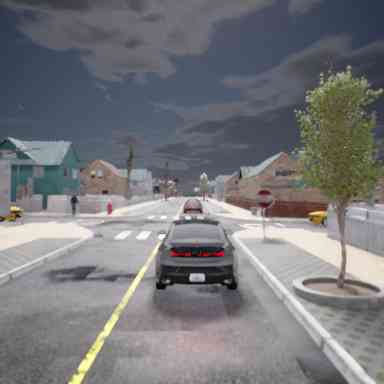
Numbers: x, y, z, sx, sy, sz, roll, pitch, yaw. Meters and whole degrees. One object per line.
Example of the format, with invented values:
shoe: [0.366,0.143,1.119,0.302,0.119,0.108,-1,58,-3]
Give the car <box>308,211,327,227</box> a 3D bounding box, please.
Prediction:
car: [11.031,1.705,24.175,5.008,1.535,1.882,1,-1,-1]

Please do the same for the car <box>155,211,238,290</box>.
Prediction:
car: [0.101,1.472,9.008,1.837,1.490,4.892,0,-1,0]

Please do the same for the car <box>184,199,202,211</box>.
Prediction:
car: [0.110,1.469,36.563,1.994,1.385,4.181,0,0,0]

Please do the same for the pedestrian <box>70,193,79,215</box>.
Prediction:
pedestrian: [-9.622,0.942,27.120,0.375,1.860,0.375,0,-2,0]

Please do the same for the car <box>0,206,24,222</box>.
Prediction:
car: [-13.440,1.118,21.261,5.008,1.535,1.882,1,-1,0]
